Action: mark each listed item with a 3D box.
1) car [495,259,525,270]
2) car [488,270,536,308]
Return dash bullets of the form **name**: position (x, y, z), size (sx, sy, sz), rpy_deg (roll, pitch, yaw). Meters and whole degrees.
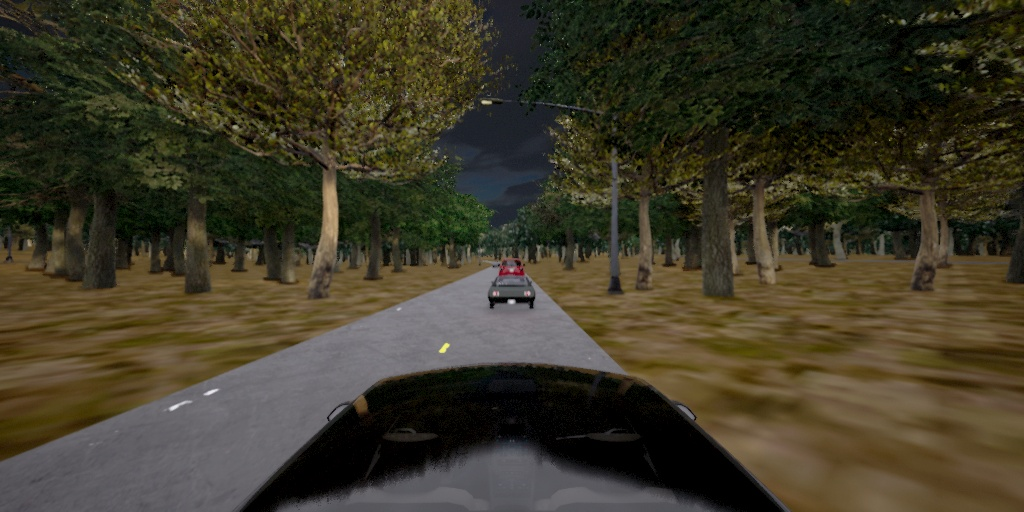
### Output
- **car**: position (-0.029, 1.264, 30.882), size (2.150, 2.045, 5.566), rpy_deg (0, 0, 0)
- **car**: position (-0.013, 1.496, 15.983), size (1.895, 1.301, 4.718), rpy_deg (0, -1, 0)
